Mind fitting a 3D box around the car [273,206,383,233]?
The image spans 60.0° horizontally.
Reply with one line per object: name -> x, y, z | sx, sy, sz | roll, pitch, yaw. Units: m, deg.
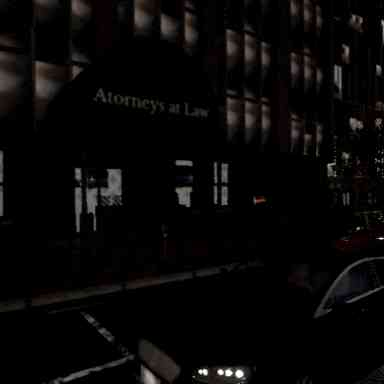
car -> 4.310, 1.355, 9.795 | 5.009, 1.841, 2.192 | 0, -1, -36

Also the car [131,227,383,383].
car -> 1.605, 1.509, 4.529 | 4.902, 1.511, 2.128 | 0, 0, -36
